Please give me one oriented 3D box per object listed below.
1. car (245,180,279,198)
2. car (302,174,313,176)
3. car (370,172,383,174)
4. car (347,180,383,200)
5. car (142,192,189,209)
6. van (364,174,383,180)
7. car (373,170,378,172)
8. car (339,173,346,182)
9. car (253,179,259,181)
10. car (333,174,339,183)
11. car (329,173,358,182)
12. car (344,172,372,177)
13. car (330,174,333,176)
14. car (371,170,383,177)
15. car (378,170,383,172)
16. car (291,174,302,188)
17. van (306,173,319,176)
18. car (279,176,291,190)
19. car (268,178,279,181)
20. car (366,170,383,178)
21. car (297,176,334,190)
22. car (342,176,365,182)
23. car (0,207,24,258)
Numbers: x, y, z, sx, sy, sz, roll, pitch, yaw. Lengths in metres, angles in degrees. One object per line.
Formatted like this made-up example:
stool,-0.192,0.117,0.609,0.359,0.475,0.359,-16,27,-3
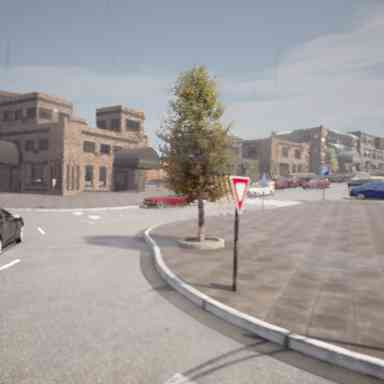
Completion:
car,7.491,-0.226,37.835,4.674,1.442,1.812,-5,5,-41
car,15.741,-1.569,52.023,5.008,1.535,2.097,0,4,29
car,21.776,-0.718,34.438,5.566,2.045,2.435,1,6,30
car,17.199,-0.043,30.637,5.008,1.535,2.097,1,5,30
car,-2.041,0.672,29.444,4.718,1.301,1.895,-3,4,-41
van,19.602,-0.478,32.465,4.442,1.987,1.878,1,5,30
car,35.581,-3.579,69.377,4.553,1.767,2.185,0,4,29
car,24.568,-2.379,59.753,4.792,1.488,2.163,0,4,29
car,6.964,-0.694,44.201,4.792,1.488,2.163,0,4,28
car,22.336,-2.199,57.839,5.008,1.535,2.097,0,4,29
car,28.948,-2.827,63.623,4.892,1.521,2.231,0,4,29
car,26.662,-1.943,53.095,4.674,1.442,1.812,-6,5,-41
car,20.306,-1.993,55.808,5.366,1.575,1.946,0,4,29
car,44.398,-4.231,77.084,5.008,1.535,2.097,0,3,29
car,37.772,-3.618,71.334,4.674,1.452,2.002,0,4,29
car,13.561,-1.482,50.041,4.553,1.767,2.185,0,4,29
van,17.832,-2.003,54.002,4.442,1.987,1.878,0,4,29
car,11.313,-1.116,48.130,4.792,1.488,2.163,0,4,29
car,9.157,-1.060,46.138,4.553,1.767,2.185,0,4,28
car,42.196,-4.047,75.159,5.008,1.535,2.097,0,4,29
car,17.021,-1.097,45.665,4.674,1.442,1.812,-5,5,-36
car,21.076,-0.836,39.855,1.837,1.490,4.892,-5,4,-30
car,-6.850,1.166,10.752,1.882,1.535,5.008,1,1,-15
